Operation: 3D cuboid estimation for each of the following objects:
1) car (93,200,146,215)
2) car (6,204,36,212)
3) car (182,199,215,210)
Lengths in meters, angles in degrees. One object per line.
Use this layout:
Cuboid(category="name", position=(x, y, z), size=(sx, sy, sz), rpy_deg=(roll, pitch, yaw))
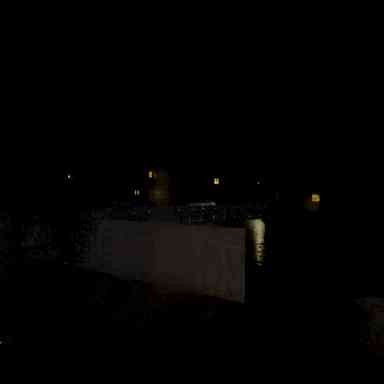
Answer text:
Cuboid(category="car", position=(-6.808, 1.506, 31.970), size=(2.033, 1.411, 5.357), rpy_deg=(4, 2, 42))
Cuboid(category="car", position=(-13.553, 1.470, 23.722), size=(2.033, 1.411, 5.357), rpy_deg=(4, 2, 38))
Cuboid(category="car", position=(0.785, 1.570, 39.688), size=(4.674, 1.442, 1.812), rpy_deg=(1, 2, -43))
